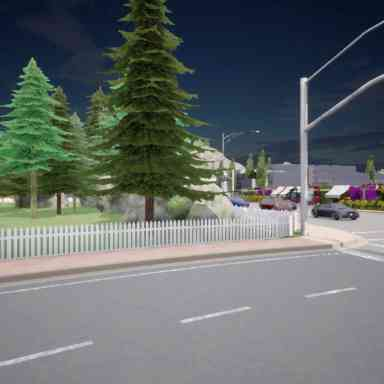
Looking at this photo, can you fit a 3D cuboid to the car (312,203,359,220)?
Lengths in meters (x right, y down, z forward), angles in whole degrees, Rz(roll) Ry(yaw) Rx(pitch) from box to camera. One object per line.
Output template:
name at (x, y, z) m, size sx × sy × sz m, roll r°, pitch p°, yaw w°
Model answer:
car at (12.156, 1.619, 28.441) m, size 1.994 × 1.385 × 4.181 m, roll 0°, pitch 0°, yaw -16°

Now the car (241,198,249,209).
car at (6.495, 1.533, 47.632) m, size 1.882 × 1.535 × 5.008 m, roll 0°, pitch 0°, yaw -17°

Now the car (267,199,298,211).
car at (11.664, 1.619, 43.161) m, size 1.994 × 1.385 × 4.181 m, roll 0°, pitch 0°, yaw -16°

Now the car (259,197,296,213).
car at (9.413, 1.408, 37.735) m, size 2.097 × 1.767 × 4.553 m, roll 0°, pitch 0°, yaw -16°
